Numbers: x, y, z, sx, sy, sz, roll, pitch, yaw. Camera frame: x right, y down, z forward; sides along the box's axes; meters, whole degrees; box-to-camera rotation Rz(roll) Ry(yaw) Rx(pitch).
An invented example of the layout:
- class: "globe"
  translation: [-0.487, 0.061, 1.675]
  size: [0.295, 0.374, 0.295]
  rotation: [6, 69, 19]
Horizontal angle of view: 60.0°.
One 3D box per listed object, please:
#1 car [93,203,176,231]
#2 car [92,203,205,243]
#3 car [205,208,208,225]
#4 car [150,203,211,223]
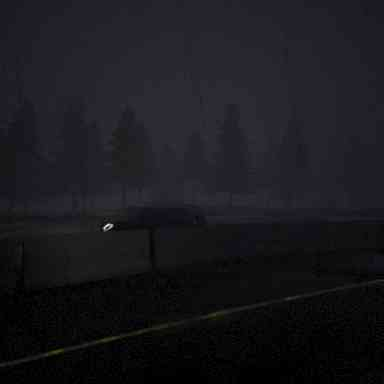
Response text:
- class: "car"
  translation: [-3.717, 1.554, 21.769]
  size: [5.008, 1.535, 1.882]
  rotation: [1, 0, -28]
- class: "car"
  translation: [-2.057, 1.407, 14.712]
  size: [4.553, 1.767, 2.097]
  rotation: [1, 0, -29]
- class: "car"
  translation: [-1.502, 1.587, 19.008]
  size: [4.892, 1.490, 1.837]
  rotation: [1, -1, -28]
- class: "car"
  translation: [-0.931, 1.654, 27.082]
  size: [4.674, 1.442, 1.812]
  rotation: [1, 0, -25]
